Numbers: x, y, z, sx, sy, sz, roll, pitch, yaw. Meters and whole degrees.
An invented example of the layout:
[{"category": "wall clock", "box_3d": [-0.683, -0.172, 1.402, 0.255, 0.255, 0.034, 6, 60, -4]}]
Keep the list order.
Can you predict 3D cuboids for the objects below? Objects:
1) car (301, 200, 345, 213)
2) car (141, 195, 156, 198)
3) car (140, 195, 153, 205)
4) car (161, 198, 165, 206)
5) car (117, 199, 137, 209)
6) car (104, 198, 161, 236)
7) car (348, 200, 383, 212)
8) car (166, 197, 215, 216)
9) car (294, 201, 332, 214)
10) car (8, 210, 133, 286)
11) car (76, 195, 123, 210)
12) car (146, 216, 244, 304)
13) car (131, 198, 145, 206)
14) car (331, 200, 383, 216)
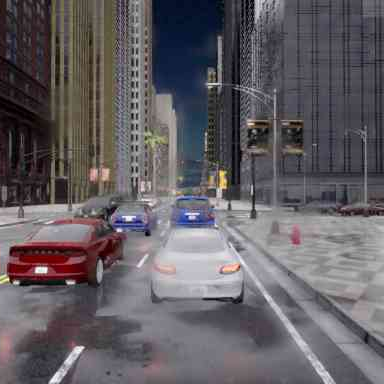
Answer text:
[{"category": "car", "box_3d": [15.216, 1.662, 38.674, 4.313, 1.339, 1.947, 0, 0, -1]}, {"category": "car", "box_3d": [-6.558, 1.453, 50.959, 2.150, 2.045, 5.566, 0, 0, 0]}, {"category": "car", "box_3d": [-9.692, 1.609, 71.401, 2.150, 2.045, 5.566, 0, 0, 0]}, {"category": "car", "box_3d": [-6.521, 1.805, 60.671, 1.837, 1.490, 4.892, 0, 0, 1]}, {"category": "car", "box_3d": [-9.806, 1.778, 50.918, 2.033, 1.411, 5.357, 0, 0, 0]}, {"category": "car", "box_3d": [-3.135, 1.391, 18.659, 2.097, 1.767, 4.553, 0, 0, 0]}, {"category": "car", "box_3d": [20.856, 1.643, 38.757, 4.313, 1.339, 1.947, 0, 0, -1]}, {"category": "car", "box_3d": [0.040, 1.257, 17.762, 2.150, 2.045, 5.566, 0, 0, 1]}, {"category": "car", "box_3d": [13.227, 1.635, 35.891, 4.181, 1.385, 1.994, 0, -1, -1]}, {"category": "car", "box_3d": [-3.144, 1.489, 9.432, 1.882, 1.535, 5.008, 0, 0, 0]}, {"category": "car", "box_3d": [-6.584, 1.286, 24.607, 2.150, 2.045, 5.566, -1, 0, 8]}, {"category": "car", "box_3d": [0.105, 1.534, 8.060, 1.812, 1.442, 4.674, 0, 0, 0]}, {"category": "car", "box_3d": [-9.769, 1.827, 60.827, 1.812, 1.442, 4.674, 0, 0, 1]}, {"category": "car", "box_3d": [15.339, 1.577, 30.151, 4.206, 1.307, 1.802, 0, 0, -1]}]
